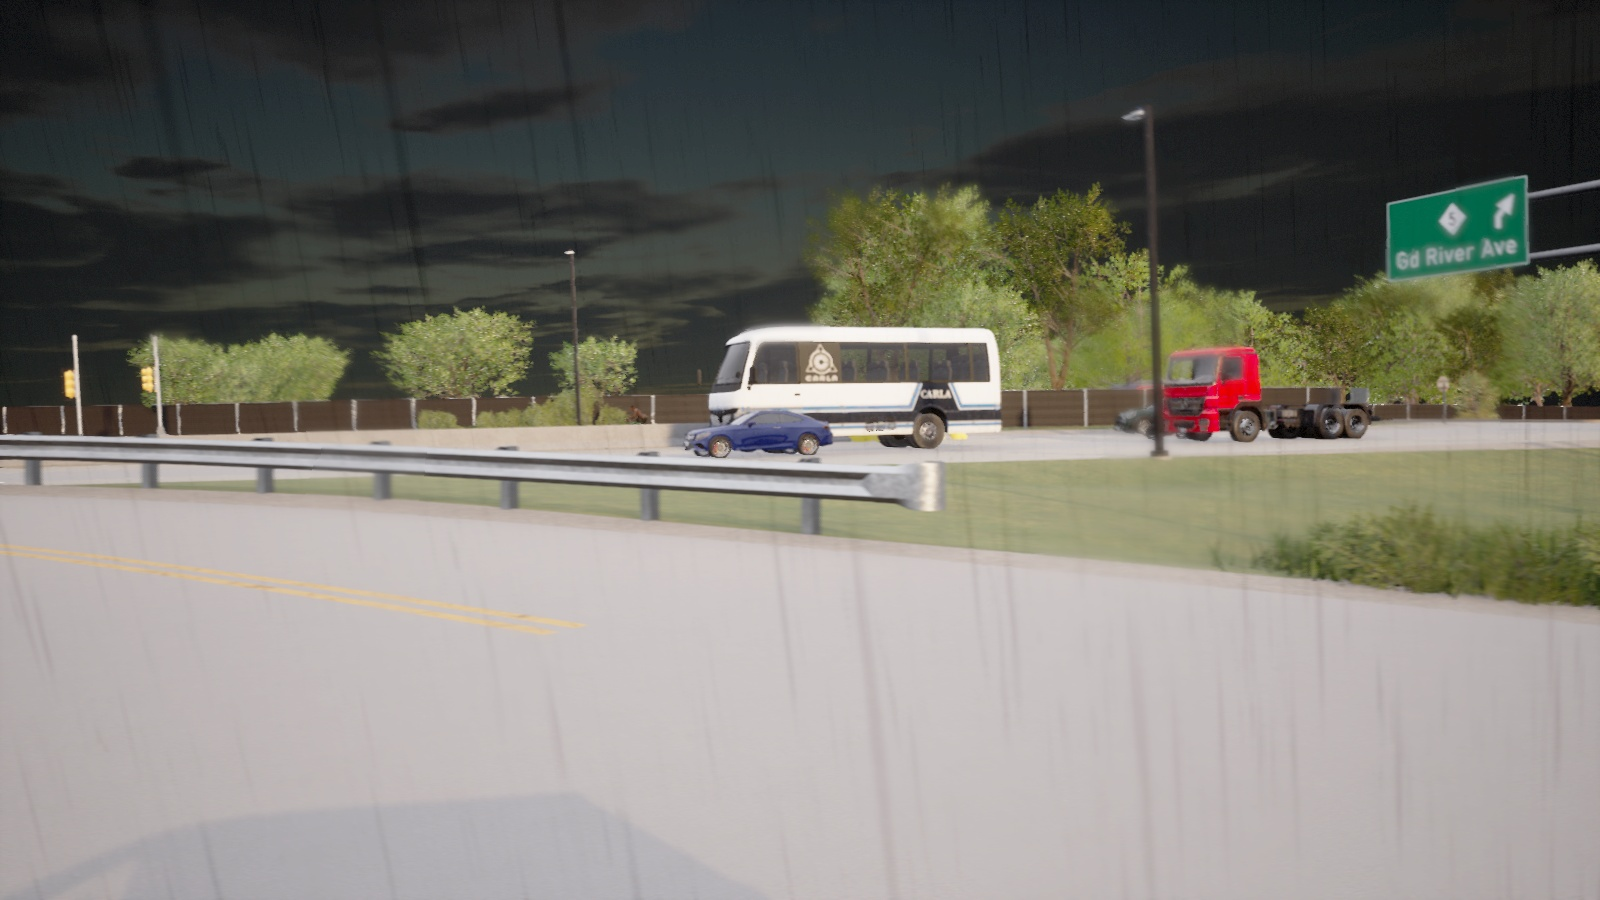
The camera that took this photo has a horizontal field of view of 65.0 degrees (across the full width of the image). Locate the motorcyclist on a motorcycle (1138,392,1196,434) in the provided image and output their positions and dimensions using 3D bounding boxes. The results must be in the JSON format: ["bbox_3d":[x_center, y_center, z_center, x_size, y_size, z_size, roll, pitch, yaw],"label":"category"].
[{"bbox_3d":[14.178,-1.431,48.553,2.044,1.523,0.797,-3,2,-22],"label":"motorcyclist on a motorcycle"}]

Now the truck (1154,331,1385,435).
[{"bbox_3d":[17.220,-2.451,45.986,7.936,3.462,2.891,-3,2,-22],"label":"truck"}]

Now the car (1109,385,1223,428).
[{"bbox_3d":[16.702,-1.971,57.455,4.553,1.767,2.097,-2,2,-3],"label":"car"}]

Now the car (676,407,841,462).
[{"bbox_3d":[-1.270,-0.489,38.645,4.674,1.442,1.812,-3,2,-22],"label":"car"}]

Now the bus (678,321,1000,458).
[{"bbox_3d":[1.358,-2.128,43.442,10.273,4.253,3.944,-3,2,-22],"label":"bus"}]
